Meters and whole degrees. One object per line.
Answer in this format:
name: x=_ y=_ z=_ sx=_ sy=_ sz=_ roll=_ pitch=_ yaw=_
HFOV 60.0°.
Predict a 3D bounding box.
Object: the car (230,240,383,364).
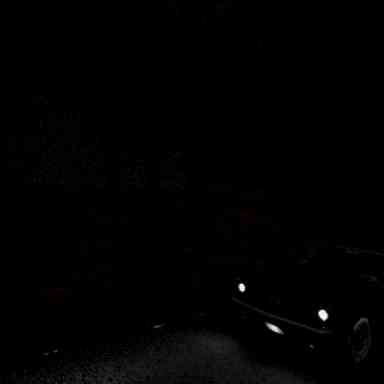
car: x=2.958 y=1.623 z=5.990 sx=4.718 sy=1.301 sz=1.895 roll=0 pitch=0 yaw=-36
